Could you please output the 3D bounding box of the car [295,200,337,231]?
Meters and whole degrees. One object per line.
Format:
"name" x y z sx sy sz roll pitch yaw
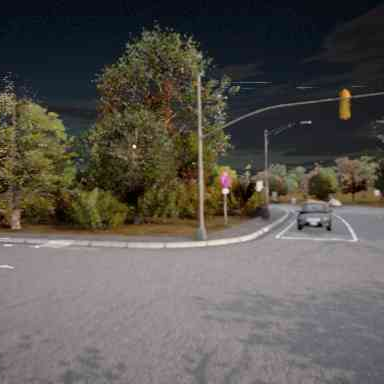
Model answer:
"car" 7.462 1.444 20.276 2.128 1.511 4.902 -1 -1 22

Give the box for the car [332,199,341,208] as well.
"car" 24.054 1.975 57.202 1.812 1.442 4.674 -1 -1 3

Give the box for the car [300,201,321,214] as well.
"car" 13.940 1.766 39.272 1.994 1.385 4.181 -1 -1 15

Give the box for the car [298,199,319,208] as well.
"car" 20.627 2.030 59.007 1.882 1.535 5.008 -1 -1 0
